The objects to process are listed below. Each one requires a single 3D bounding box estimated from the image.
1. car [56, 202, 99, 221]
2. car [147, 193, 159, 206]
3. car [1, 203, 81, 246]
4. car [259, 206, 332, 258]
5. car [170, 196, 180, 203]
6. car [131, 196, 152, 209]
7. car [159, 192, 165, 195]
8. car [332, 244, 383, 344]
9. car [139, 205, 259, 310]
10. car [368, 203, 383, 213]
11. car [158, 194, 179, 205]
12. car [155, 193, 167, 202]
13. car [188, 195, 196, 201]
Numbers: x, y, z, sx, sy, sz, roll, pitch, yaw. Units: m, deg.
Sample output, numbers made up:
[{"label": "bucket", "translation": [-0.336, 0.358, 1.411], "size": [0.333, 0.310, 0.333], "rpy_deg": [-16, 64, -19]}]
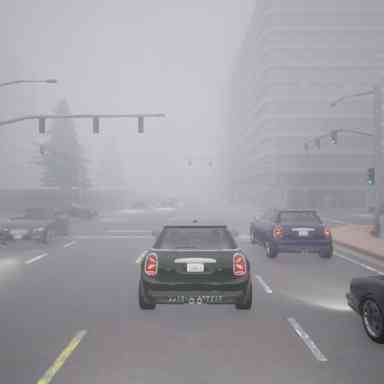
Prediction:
[{"label": "car", "translation": [-9.862, 1.504, 26.646], "size": [4.674, 1.442, 1.812], "rpy_deg": [0, 0, 0]}, {"label": "car", "translation": [-7.089, 1.352, 54.508], "size": [2.097, 1.767, 4.553], "rpy_deg": [0, 0, 0]}, {"label": "car", "translation": [-6.998, 1.492, 15.445], "size": [2.128, 1.511, 4.902], "rpy_deg": [0, 0, -5]}, {"label": "car", "translation": [3.587, 1.352, 12.827], "size": [2.097, 1.767, 4.553], "rpy_deg": [0, 0, 0]}, {"label": "car", "translation": [-3.500, 1.595, 71.100], "size": [1.895, 1.301, 4.718], "rpy_deg": [0, 0, 0]}, {"label": "car", "translation": [-7.100, 1.601, 45.613], "size": [1.895, 1.301, 4.718], "rpy_deg": [0, 0, 0]}, {"label": "car", "translation": [-7.048, 1.221, 63.922], "size": [2.150, 2.045, 5.566], "rpy_deg": [0, 0, 1]}, {"label": "car", "translation": [3.599, 1.547, 3.351], "size": [2.033, 1.411, 5.357], "rpy_deg": [0, 0, 0]}, {"label": "car", "translation": [0.071, 1.352, 7.988], "size": [2.097, 1.767, 4.553], "rpy_deg": [0, 0, 0]}, {"label": "car", "translation": [19.936, 1.492, 32.455], "size": [5.357, 1.411, 2.033], "rpy_deg": [0, 0, -18]}, {"label": "car", "translation": [-3.597, 1.491, 51.082], "size": [2.128, 1.511, 4.902], "rpy_deg": [0, 0, 0]}, {"label": "car", "translation": [-7.000, 1.225, 74.567], "size": [2.150, 2.045, 5.566], "rpy_deg": [0, 0, 0]}, {"label": "car", "translation": [0.000, 1.525, 81.125], "size": [2.128, 1.511, 4.902], "rpy_deg": [0, 0, 0]}]
